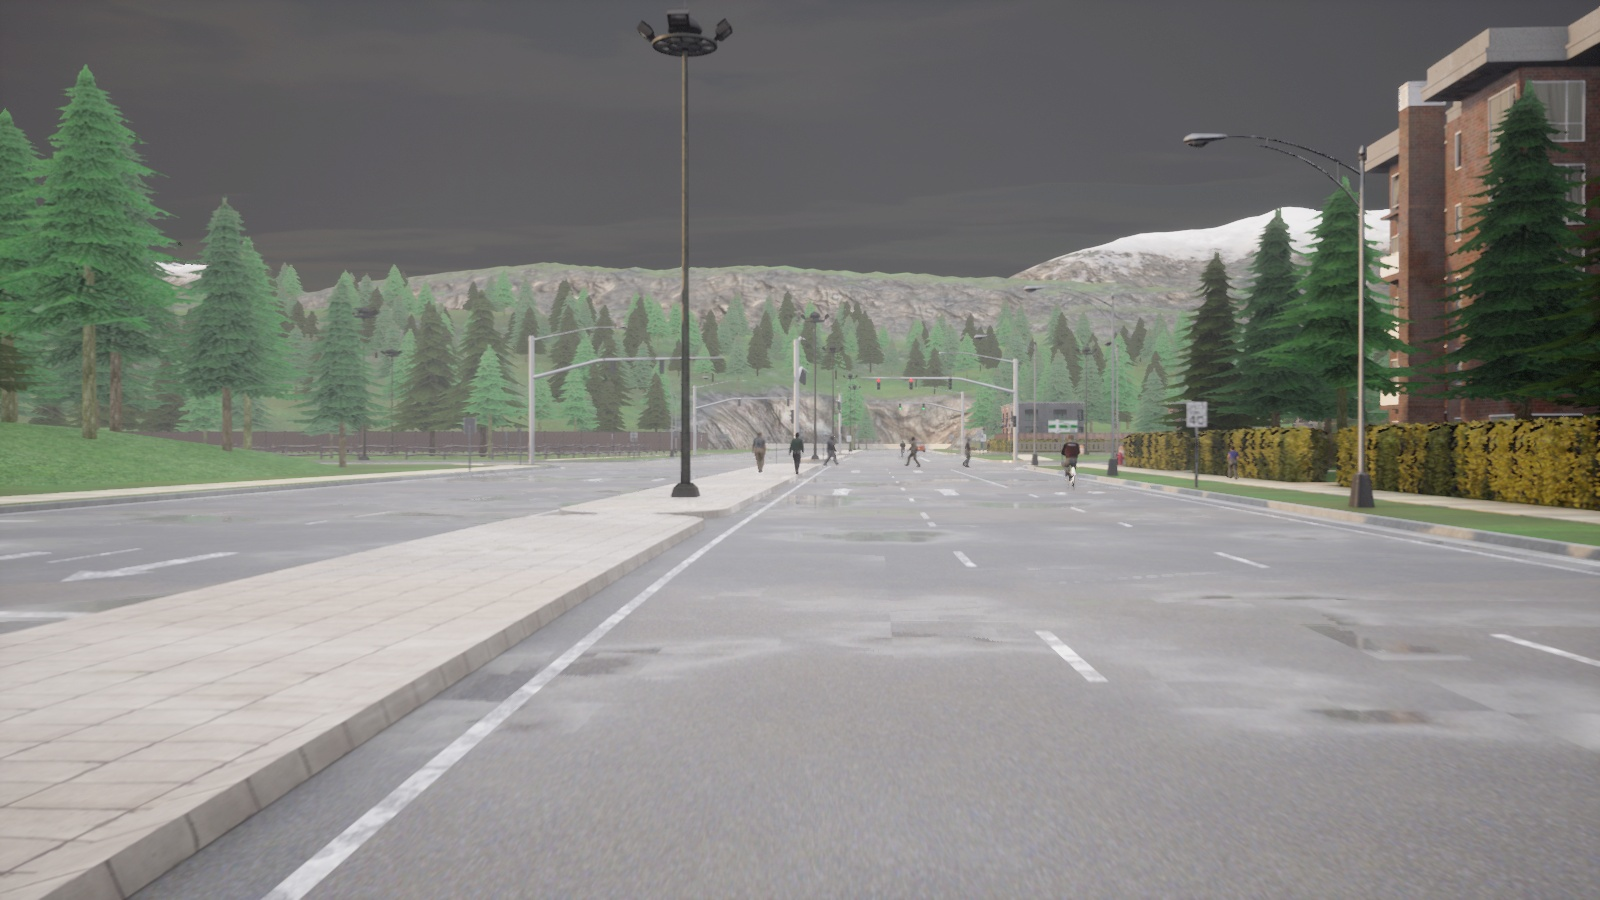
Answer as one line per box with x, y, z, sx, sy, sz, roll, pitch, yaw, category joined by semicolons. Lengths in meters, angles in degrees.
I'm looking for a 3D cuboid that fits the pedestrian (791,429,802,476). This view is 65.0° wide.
-0.131;0.101;53.135;0.423;1.949;0.788;0;0;3;pedestrian

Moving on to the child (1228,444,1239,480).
15.466;0.427;44.789;0.270;1.263;0.437;0;0;8;child

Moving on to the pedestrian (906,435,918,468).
6.480;0.097;72.551;0.692;1.930;0.396;0;0;1;pedestrian

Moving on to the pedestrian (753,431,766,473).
-1.798;0.084;55.987;0.540;1.848;0.694;0;0;2;pedestrian

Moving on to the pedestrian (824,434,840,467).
1.858;0.024;73.128;0.849;1.883;0.563;0;0;-4;pedestrian
